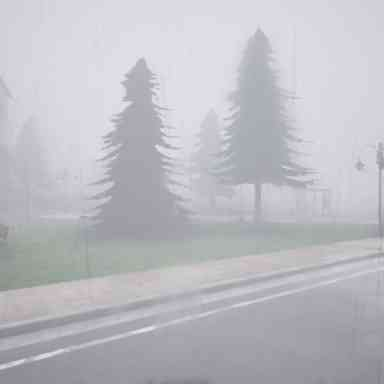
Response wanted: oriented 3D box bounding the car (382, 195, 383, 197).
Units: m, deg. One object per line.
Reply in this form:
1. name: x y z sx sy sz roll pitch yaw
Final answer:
1. car: 44.994 1.936 75.612 2.007 1.523 4.514 1 0 -36

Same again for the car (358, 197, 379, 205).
1. car: 36.836 1.881 69.840 1.845 1.501 3.633 1 0 -36

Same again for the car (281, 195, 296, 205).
1. car: 20.214 1.785 67.339 2.007 1.523 4.514 1 0 -36

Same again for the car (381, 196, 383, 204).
1. car: 33.461 1.852 53.926 1.970 1.475 3.806 1 0 -36
